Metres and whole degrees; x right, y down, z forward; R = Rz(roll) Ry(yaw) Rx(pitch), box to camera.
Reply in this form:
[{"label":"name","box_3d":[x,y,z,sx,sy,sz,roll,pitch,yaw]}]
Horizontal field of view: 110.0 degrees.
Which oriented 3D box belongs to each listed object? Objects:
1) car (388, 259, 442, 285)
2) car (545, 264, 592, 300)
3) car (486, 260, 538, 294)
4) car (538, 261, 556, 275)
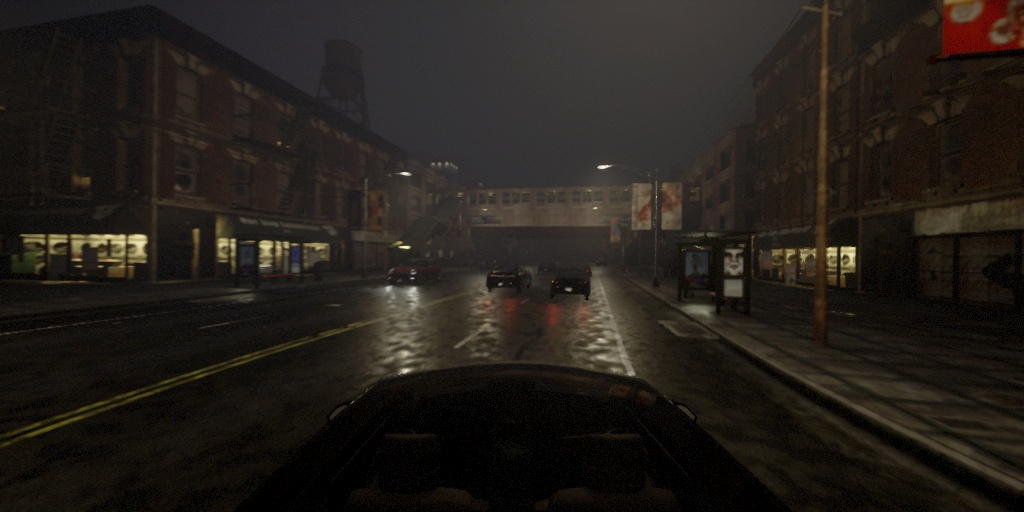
[{"label":"car","box_3d":[-6.532,0.966,24.560,2.097,1.767,4.553,1,0,13]},{"label":"car","box_3d":[2.997,1.295,18.102,1.812,1.442,4.674,1,0,13]},{"label":"car","box_3d":[-0.073,1.212,20.434,2.128,1.511,4.902,1,0,12]},{"label":"car","box_3d":[3.951,1.229,38.764,1.882,1.535,5.008,1,0,12]}]
